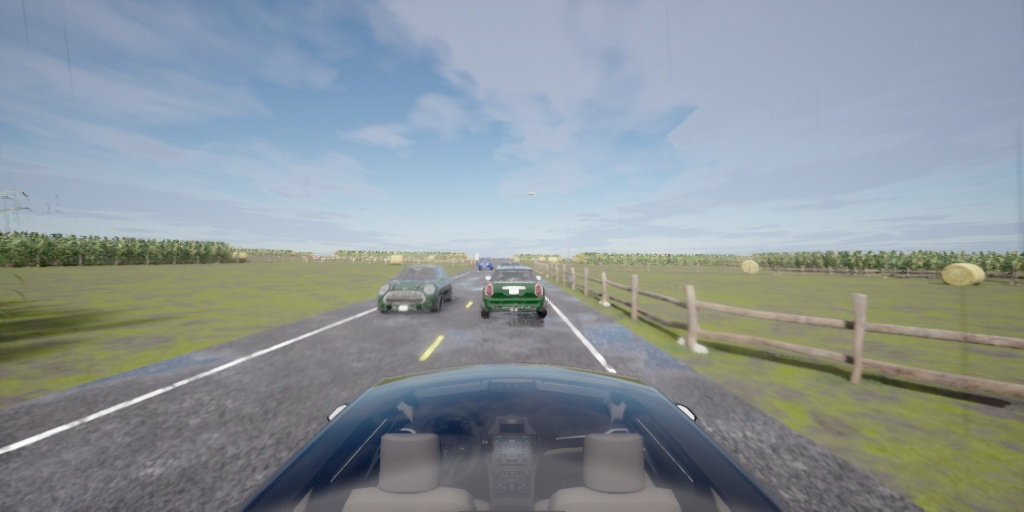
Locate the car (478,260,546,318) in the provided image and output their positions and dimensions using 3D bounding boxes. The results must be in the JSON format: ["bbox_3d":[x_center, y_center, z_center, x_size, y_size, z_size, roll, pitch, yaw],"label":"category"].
[{"bbox_3d":[0.051,1.157,13.490,2.097,1.767,4.553,0,0,0],"label":"car"}]

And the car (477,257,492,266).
[{"bbox_3d":[-4.143,1.200,56.378,2.150,2.045,5.566,0,0,0],"label":"car"}]

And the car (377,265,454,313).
[{"bbox_3d":[-3.655,1.164,14.286,2.097,1.767,4.553,0,0,0],"label":"car"}]
